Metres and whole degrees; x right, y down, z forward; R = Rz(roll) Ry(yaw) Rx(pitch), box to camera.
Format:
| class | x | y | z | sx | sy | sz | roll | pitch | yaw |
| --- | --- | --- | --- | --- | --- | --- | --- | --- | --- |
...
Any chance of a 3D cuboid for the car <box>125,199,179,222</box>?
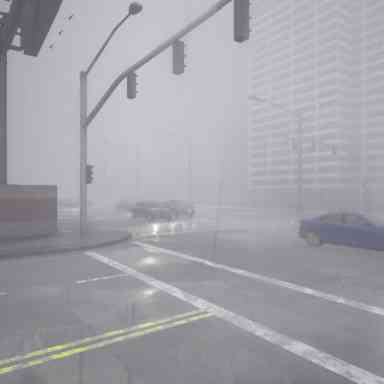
| class | x | y | z | sx | sy | sz | roll | pitch | yaw |
| --- | --- | --- | --- | --- | --- | --- | --- | --- | --- |
| car | -3.335 | 1.500 | 26.840 | 1.837 | 1.490 | 4.892 | 0 | 1 | -35 |

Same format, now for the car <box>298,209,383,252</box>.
| class | x | y | z | sx | sy | sz | roll | pitch | yaw |
| --- | --- | --- | --- | --- | --- | --- | --- | --- | --- |
| car | 6.531 | 1.477 | 12.876 | 1.882 | 1.535 | 5.008 | 0 | 0 | -35 |

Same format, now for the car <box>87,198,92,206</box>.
| class | x | y | z | sx | sy | sz | roll | pitch | yaw |
| --- | --- | --- | --- | --- | --- | --- | --- | --- | --- |
| car | -17.471 | 1.601 | 53.013 | 1.895 | 1.301 | 4.718 | 0 | 0 | -35 |

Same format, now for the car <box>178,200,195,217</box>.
| class | x | y | z | sx | sy | sz | roll | pitch | yaw |
| --- | --- | --- | --- | --- | --- | --- | --- | --- | --- |
| car | -1.628 | 1.491 | 30.488 | 2.128 | 1.511 | 4.902 | 0 | 0 | -35 |

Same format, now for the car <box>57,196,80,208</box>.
| class | x | y | z | sx | sy | sz | roll | pitch | yaw |
| --- | --- | --- | --- | --- | --- | --- | --- | --- | --- |
| car | -17.781 | 1.548 | 47.332 | 2.033 | 1.411 | 5.357 | 0 | 0 | -35 |

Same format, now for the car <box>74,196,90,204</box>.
| class | x | y | z | sx | sy | sz | roll | pitch | yaw |
| --- | --- | --- | --- | --- | --- | --- | --- | --- | --- |
| car | -21.554 | 1.526 | 65.107 | 1.812 | 1.442 | 4.674 | 0 | 0 | -35 |

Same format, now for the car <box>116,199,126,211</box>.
| class | x | y | z | sx | sy | sz | roll | pitch | yaw |
| --- | --- | --- | --- | --- | --- | --- | --- | --- | --- |
| car | -7.340 | 1.526 | 38.587 | 1.812 | 1.442 | 4.674 | 0 | 0 | -35 |
